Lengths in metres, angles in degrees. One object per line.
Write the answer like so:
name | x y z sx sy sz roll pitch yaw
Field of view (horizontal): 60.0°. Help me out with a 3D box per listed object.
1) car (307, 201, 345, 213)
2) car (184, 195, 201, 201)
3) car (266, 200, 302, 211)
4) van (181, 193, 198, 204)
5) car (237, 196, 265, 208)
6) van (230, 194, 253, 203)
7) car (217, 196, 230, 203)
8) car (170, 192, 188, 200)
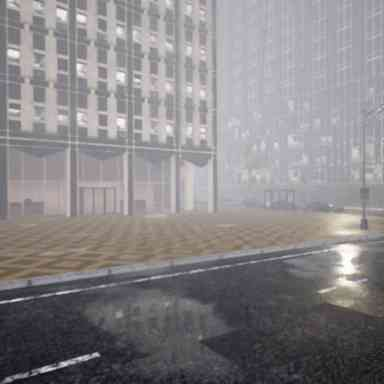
car | 15.404 1.746 38.480 1.947 1.339 4.313 0 0 -34
car | -0.016 1.346 76.130 1.802 1.307 4.206 0 0 -34
car | 12.211 1.712 43.185 1.802 1.307 4.206 0 0 -34
van | -0.521 1.267 62.015 1.690 1.788 3.998 0 0 -34
car | 9.052 1.645 47.910 1.947 1.339 4.313 0 0 -34
van | 9.605 1.262 62.049 1.690 1.788 3.998 0 0 -34
car | 6.397 1.451 66.744 1.802 1.307 4.206 0 0 -34
car | -3.221 1.026 80.820 2.192 1.841 5.009 0 0 -34
